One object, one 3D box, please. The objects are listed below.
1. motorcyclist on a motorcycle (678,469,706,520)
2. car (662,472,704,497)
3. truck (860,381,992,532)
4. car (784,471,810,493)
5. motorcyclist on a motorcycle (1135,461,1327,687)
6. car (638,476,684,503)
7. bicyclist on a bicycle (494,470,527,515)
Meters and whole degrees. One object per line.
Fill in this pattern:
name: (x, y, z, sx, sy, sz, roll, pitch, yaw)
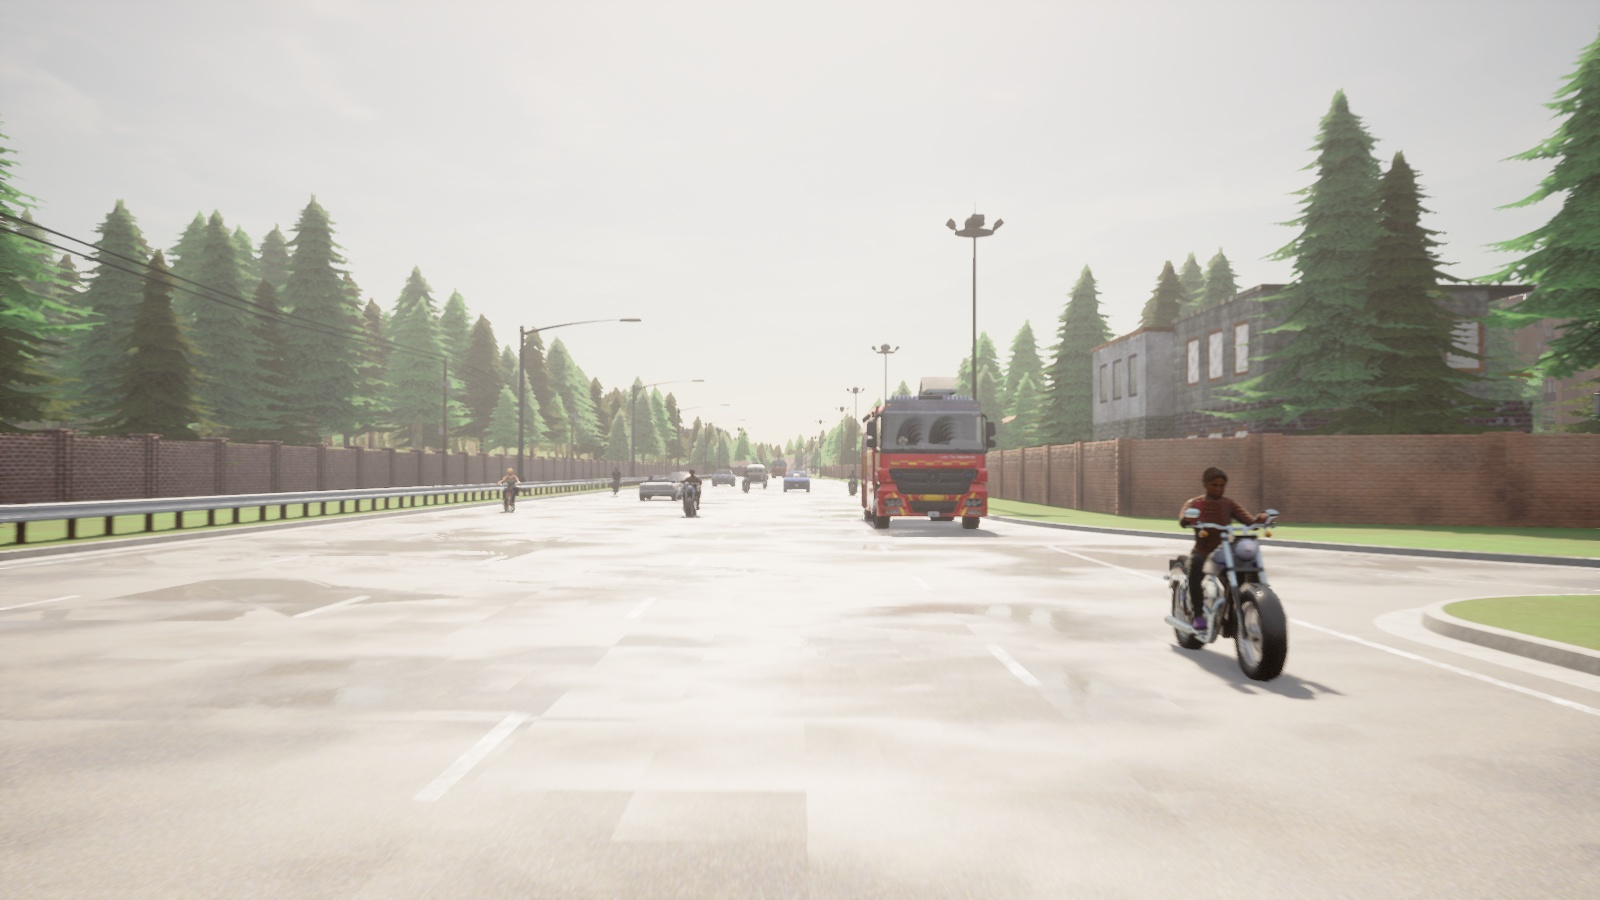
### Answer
motorcyclist on a motorcycle: (-3.603, 1.478, 42.039, 0.766, 1.649, 2.350, 0, -1, 0)
car: (-7.189, 2.133, 77.608, 2.163, 1.488, 4.792, 0, -1, 0)
truck: (3.408, 0.238, 36.216, 2.891, 3.827, 8.468, 0, -1, 0)
car: (-0.222, 2.309, 91.208, 1.882, 1.535, 5.008, 0, -1, 0)
motorcyclist on a motorcycle: (3.474, 0.924, 10.389, 0.766, 1.649, 2.350, 0, -1, 0)
car: (-7.159, 2.027, 65.198, 1.895, 1.301, 4.718, 0, -1, 0)
bicyclist on a bicycle: (-10.608, 1.560, 46.099, 0.866, 1.612, 1.509, 0, -1, 0)
